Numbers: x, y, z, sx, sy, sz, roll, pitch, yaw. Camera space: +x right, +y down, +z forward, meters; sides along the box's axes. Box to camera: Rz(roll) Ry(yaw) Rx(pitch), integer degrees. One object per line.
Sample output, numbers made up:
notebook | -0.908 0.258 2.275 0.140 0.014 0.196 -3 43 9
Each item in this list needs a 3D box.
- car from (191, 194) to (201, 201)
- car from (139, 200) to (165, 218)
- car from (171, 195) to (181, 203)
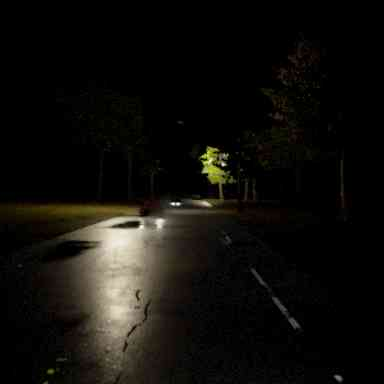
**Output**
car | 1.233 1.483 85.921 1.812 1.442 4.674 0 0 0
car | -3.596 1.511 30.550 1.882 1.535 5.008 0 0 0
car | -3.494 1.488 71.801 2.128 1.511 4.902 0 0 0
